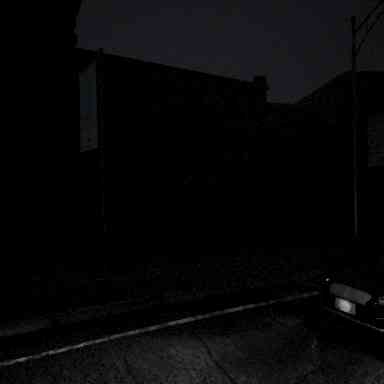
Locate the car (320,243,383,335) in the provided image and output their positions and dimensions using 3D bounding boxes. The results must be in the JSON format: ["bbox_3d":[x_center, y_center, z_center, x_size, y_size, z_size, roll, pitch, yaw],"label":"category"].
[{"bbox_3d":[4.583,1.477,6.094,4.902,1.511,2.128,0,0,-24],"label":"car"}]
